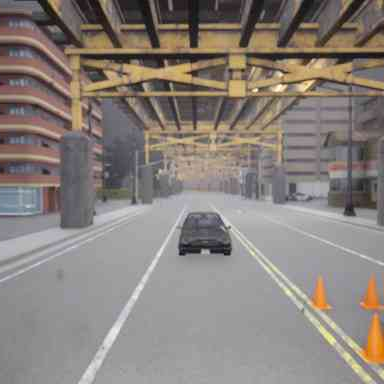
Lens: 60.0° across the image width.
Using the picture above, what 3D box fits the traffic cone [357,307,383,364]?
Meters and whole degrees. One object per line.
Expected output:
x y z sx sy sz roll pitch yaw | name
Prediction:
2.476 1.942 4.486 0.340 0.580 0.340 0 0 1 | traffic cone

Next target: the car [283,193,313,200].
17.866 0.726 56.126 4.536 1.218 1.853 0 1 -19 | car

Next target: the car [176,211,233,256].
0.462 1.493 13.146 2.033 1.411 5.357 0 0 1 | car

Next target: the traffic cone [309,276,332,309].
2.499 1.935 6.486 0.340 0.580 0.340 0 0 1 | traffic cone

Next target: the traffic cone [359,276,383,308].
3.498 1.935 6.475 0.340 0.580 0.340 0 0 1 | traffic cone

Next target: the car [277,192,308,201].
18.191 0.828 60.265 4.974 1.542 2.038 0 1 26 | car

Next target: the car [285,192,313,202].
17.817 0.884 56.111 4.974 1.542 2.038 0 1 -19 | car

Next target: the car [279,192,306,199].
18.238 0.671 60.241 4.536 1.218 1.853 0 1 26 | car
